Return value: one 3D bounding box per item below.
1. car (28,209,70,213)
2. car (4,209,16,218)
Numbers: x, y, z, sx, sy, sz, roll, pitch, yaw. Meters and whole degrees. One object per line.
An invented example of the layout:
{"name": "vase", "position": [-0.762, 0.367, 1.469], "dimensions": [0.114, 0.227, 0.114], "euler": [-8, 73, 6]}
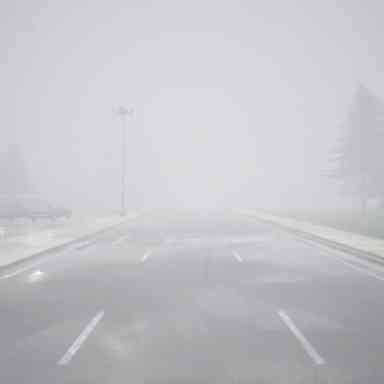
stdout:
{"name": "car", "position": [-11.544, 1.690, 27.469], "dimensions": [1.895, 1.301, 4.718], "euler": [0, -1, 0]}
{"name": "car", "position": [-15.044, 1.650, 27.494], "dimensions": [1.994, 1.385, 4.181], "euler": [0, -1, 0]}
